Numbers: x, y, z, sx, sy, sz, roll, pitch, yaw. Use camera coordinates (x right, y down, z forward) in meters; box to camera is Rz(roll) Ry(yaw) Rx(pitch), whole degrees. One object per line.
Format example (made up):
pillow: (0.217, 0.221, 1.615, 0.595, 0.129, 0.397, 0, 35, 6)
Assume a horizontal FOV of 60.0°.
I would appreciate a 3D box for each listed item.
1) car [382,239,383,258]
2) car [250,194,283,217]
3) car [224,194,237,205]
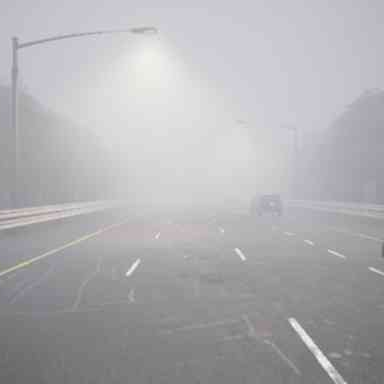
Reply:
car: (7.000, 1.352, 8.572, 2.097, 1.767, 4.553, 0, 0, 0)
car: (7.005, 1.225, 31.640, 2.150, 2.045, 5.566, 0, 0, 0)
car: (7.017, 1.513, 60.601, 1.882, 1.535, 5.008, 0, 0, 0)
